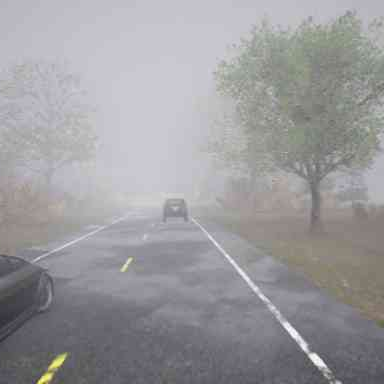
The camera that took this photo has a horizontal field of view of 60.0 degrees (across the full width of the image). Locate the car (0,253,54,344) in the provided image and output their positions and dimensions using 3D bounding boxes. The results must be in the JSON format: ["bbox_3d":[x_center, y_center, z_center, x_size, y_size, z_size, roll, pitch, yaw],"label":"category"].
[{"bbox_3d":[-3.743,1.689,5.097,1.994,1.385,4.181,-1,-1,-3],"label":"car"}]

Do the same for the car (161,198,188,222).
[{"bbox_3d":[-1.545,1.536,29.873,2.150,2.045,5.566,-1,0,-4],"label":"car"}]

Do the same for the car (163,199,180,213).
[{"bbox_3d":[-2.889,1.838,46.143,2.097,1.767,4.553,-1,-1,-5],"label":"car"}]
